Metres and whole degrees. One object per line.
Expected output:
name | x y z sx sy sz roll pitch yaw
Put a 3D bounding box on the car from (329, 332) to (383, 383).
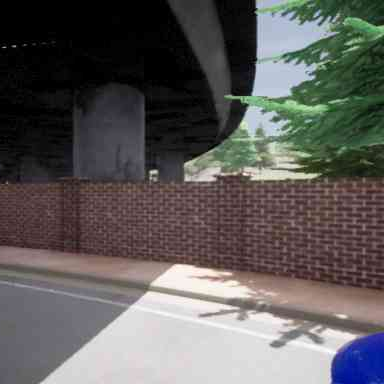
car | 3.164 1.506 1.658 4.674 1.442 1.812 0 0 35
